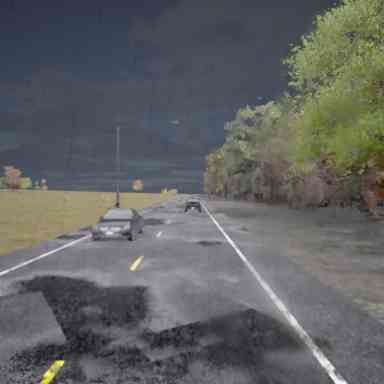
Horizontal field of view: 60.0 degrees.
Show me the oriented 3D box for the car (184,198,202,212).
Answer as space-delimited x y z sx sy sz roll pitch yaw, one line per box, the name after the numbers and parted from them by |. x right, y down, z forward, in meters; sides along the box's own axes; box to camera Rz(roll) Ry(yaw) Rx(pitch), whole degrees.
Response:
0.108 1.506 39.202 1.837 1.490 4.892 0 0 0 | car

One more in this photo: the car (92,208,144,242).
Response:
-3.522 1.527 16.620 1.812 1.442 4.674 0 0 0 | car
